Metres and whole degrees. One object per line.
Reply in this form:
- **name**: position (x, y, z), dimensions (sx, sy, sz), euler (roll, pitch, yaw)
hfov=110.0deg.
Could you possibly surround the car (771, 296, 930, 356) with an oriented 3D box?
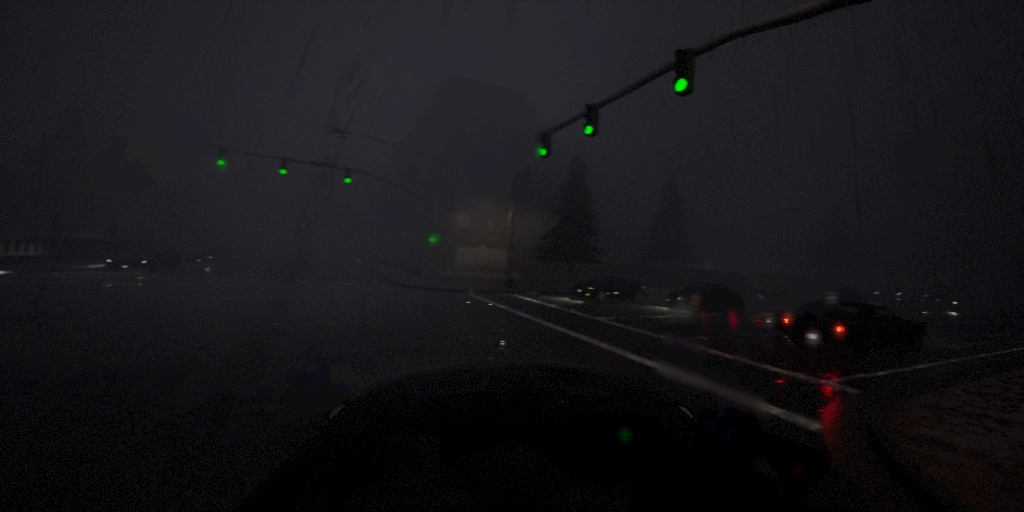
- **car**: position (10.269, 2.062, 10.778), dimensions (4.718, 1.301, 1.895), euler (4, -1, -25)

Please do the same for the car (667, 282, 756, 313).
- **car**: position (10.136, 2.081, 18.567), dimensions (4.181, 1.385, 1.994), euler (4, -1, -25)

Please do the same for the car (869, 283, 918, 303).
- **car**: position (38.120, 3.765, 35.554), dimensions (4.553, 1.767, 2.097), euler (4, -1, -25)

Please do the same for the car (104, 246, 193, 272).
- **car**: position (-21.707, 0.131, 21.523), dimensions (2.033, 1.411, 5.357), euler (4, -1, -25)

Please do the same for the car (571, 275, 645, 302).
- **car**: position (5.454, 1.807, 20.224), dimensions (4.181, 1.385, 1.994), euler (4, -1, -25)

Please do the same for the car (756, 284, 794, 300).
- **car**: position (20.324, 2.819, 27.252), dimensions (4.718, 1.301, 1.895), euler (4, -1, -25)

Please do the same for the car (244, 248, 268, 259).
- **car**: position (-33.907, -0.379, 47.573), dimensions (1.994, 1.385, 4.181), euler (4, -1, -24)

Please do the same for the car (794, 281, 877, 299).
- **car**: position (21.682, 2.761, 24.020), dimensions (4.902, 1.511, 2.128), euler (3, 0, -25)

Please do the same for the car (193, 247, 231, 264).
- **car**: position (-26.309, -0.068, 31.312), dimensions (2.033, 1.411, 5.357), euler (4, 0, -25)

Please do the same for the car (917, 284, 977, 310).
- **car**: position (39.552, 3.672, 32.357), dimensions (5.566, 2.045, 2.150), euler (4, -1, -25)
